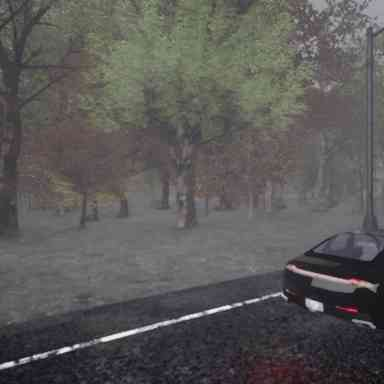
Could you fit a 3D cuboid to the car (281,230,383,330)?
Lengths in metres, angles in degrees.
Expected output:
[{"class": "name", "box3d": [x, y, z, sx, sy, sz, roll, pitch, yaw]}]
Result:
[{"class": "car", "box3d": [3.836, 1.485, 6.388, 4.902, 1.511, 2.128, 0, 0, -35]}]
